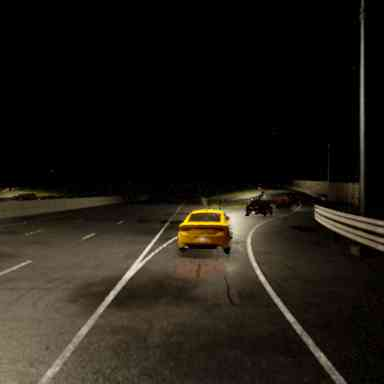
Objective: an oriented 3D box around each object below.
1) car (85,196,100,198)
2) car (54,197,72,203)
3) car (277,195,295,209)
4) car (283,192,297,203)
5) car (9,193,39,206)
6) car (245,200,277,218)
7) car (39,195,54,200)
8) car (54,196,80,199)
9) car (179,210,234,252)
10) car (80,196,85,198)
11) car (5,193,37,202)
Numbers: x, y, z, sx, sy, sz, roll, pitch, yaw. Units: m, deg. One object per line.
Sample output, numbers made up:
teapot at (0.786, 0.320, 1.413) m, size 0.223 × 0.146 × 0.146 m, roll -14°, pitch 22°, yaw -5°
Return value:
car at (-20.955, 1.597, 72.533) m, size 2.128 × 1.511 × 4.902 m, roll 0°, pitch 0°, yaw 0°
car at (-27.955, 1.658, 72.211) m, size 1.895 × 1.301 × 4.718 m, roll 0°, pitch 0°, yaw 0°
car at (12.775, 1.551, 46.260) m, size 1.882 × 1.535 × 5.008 m, roll 0°, pitch 1°, yaw 21°
car at (18.231, 0.967, 61.911) m, size 2.150 × 2.045 × 5.566 m, roll 0°, pitch 2°, yaw 17°
car at (-27.989, 1.240, 55.653) m, size 2.150 × 2.045 × 5.566 m, roll 0°, pitch 0°, yaw 1°
car at (6.356, 1.532, 31.171) m, size 1.837 × 1.490 × 4.892 m, roll 0°, pitch -1°, yaw 24°
car at (-24.483, 1.375, 56.877) m, size 2.097 × 1.767 × 4.553 m, roll 0°, pitch 0°, yaw 1°
car at (-20.999, 1.546, 56.105) m, size 1.812 × 1.442 × 4.674 m, roll 0°, pitch 0°, yaw 1°
car at (0.705, 1.474, 13.918) m, size 1.882 × 1.535 × 5.008 m, roll -1°, pitch 0°, yaw 8°
car at (-24.454, 1.559, 73.063) m, size 1.837 × 1.490 × 4.892 m, roll 0°, pitch 0°, yaw 0°
car at (-21.049, 1.346, 40.143) m, size 2.097 × 1.767 × 4.553 m, roll 0°, pitch 0°, yaw 0°
